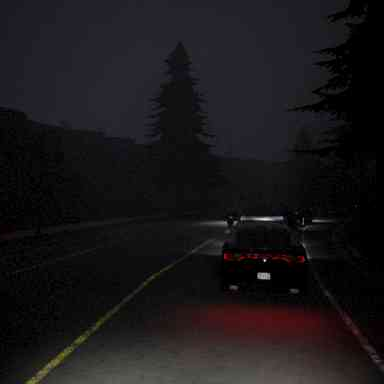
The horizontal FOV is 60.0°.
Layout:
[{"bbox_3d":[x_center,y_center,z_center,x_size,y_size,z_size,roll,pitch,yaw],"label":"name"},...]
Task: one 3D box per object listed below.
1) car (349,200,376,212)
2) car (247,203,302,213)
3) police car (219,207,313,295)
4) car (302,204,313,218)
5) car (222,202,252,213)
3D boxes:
[{"bbox_3d":[20.220,1.564,38.704,4.181,1.385,1.994,0,0,-34],"label":"car"},{"bbox_3d":[4.568,1.478,17.895,1.882,1.535,5.008,0,0,23],"label":"car"},{"bbox_3d":[1.881,1.425,8.988,1.930,1.638,5.238,0,0,11],"label":"police car"},{"bbox_3d":[7.053,1.506,22.973,1.837,1.490,4.892,0,0,30],"label":"car"},{"bbox_3d":[4.340,1.547,27.293,2.033,1.411,5.357,0,0,32],"label":"car"}]
